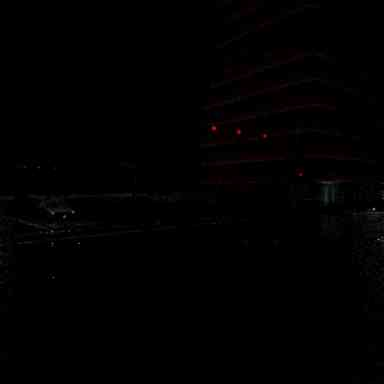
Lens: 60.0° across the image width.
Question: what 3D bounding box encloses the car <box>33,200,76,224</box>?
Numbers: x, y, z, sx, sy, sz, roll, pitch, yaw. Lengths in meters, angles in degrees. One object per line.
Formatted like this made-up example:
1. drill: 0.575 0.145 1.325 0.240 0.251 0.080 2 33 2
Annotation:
1. car: -9.704 1.274 23.267 1.812 1.442 4.674 -1 2 -40
